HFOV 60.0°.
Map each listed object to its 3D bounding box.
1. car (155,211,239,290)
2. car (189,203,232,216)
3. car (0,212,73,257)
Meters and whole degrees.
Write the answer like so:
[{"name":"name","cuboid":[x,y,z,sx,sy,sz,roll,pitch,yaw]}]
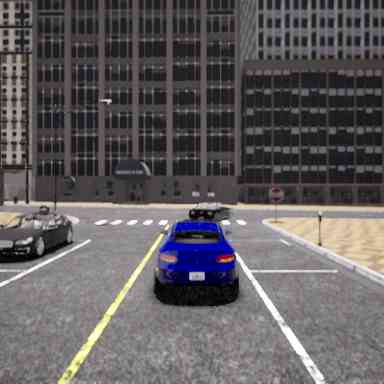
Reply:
[{"name":"car","cuboid":[0.122,1.456,8.789,1.812,1.442,4.674,0,1,1]},{"name":"car","cuboid":[1.478,1.412,24.052,1.895,1.301,4.718,0,0,22]},{"name":"car","cuboid":[-5.791,1.454,12.287,2.008,1.369,4.403,1,0,0]}]
